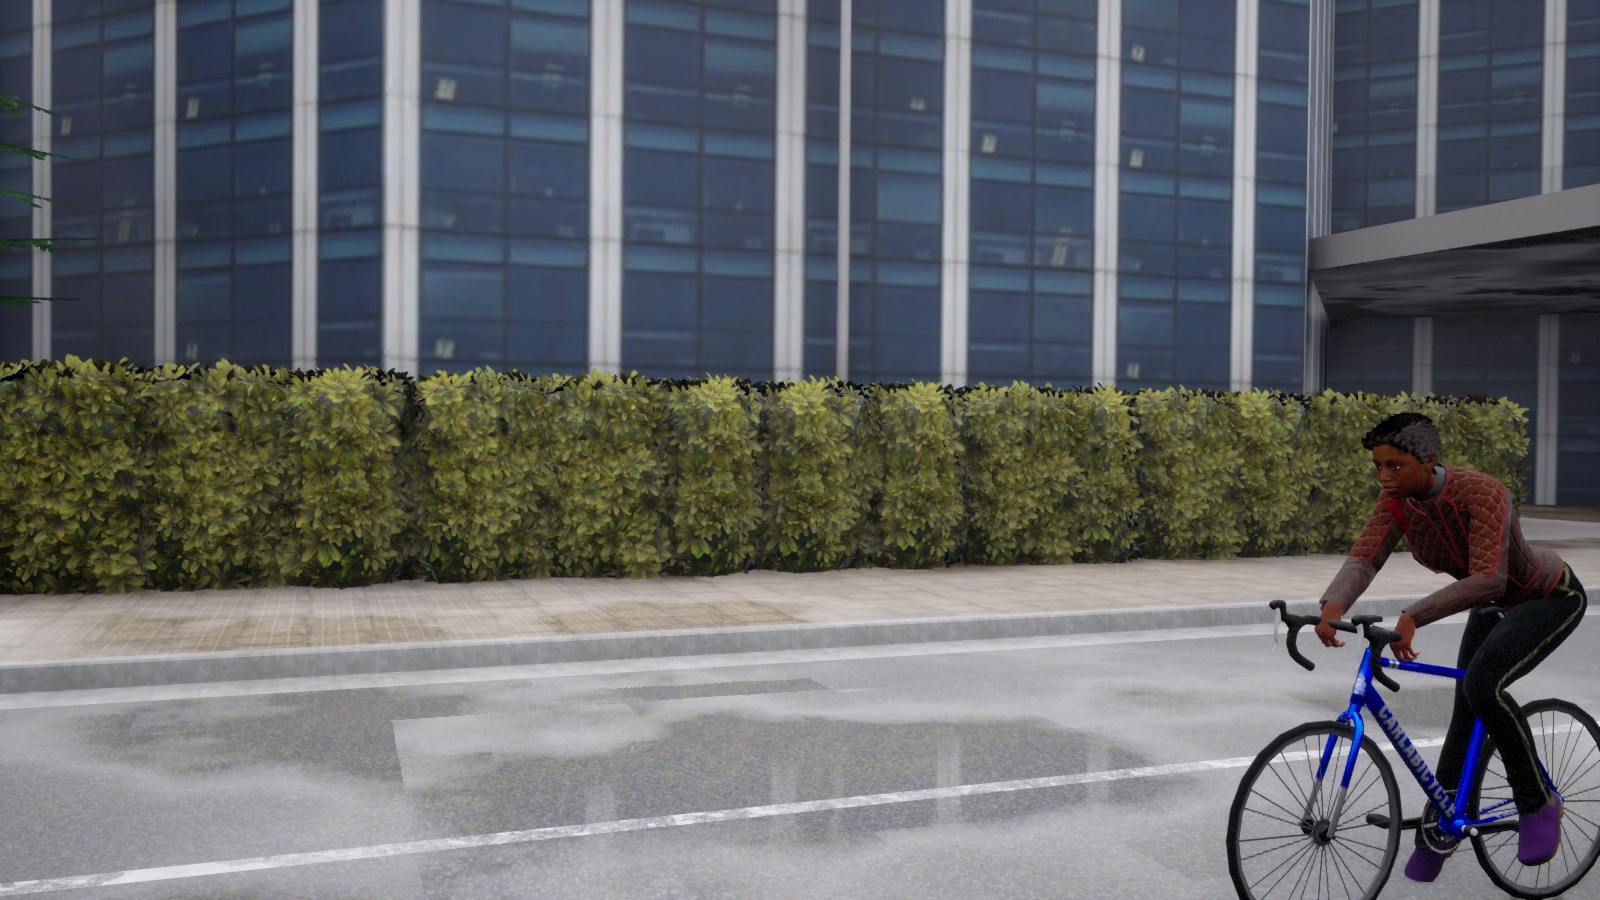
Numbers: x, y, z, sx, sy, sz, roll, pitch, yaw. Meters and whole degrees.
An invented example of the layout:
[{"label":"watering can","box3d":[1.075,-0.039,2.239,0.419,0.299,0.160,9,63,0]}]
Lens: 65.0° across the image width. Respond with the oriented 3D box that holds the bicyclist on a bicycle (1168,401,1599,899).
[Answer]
[{"label":"bicyclist on a bicycle","box3d":[2.059,0.663,4.021,1.656,1.620,0.582,-1,1,-21]}]
